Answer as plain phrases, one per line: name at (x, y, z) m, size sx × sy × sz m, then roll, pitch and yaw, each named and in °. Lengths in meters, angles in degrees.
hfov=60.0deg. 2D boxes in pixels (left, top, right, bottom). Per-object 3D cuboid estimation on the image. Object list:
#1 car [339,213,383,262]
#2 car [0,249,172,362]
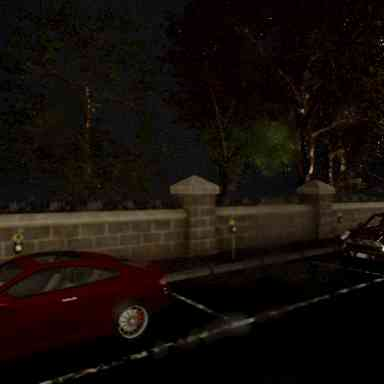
car at (6.892, 1.447, 11.470) m, size 4.097 × 1.590 × 1.967 m, roll 0°, pitch 0°, yaw -35°
car at (-2.281, 1.583, 4.931) m, size 4.206 × 1.307 × 1.802 m, roll 0°, pitch 0°, yaw -35°
